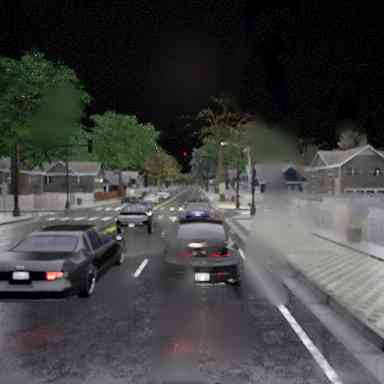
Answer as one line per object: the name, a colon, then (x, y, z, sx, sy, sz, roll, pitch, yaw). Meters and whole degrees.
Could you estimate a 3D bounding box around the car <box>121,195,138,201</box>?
car: (-9.309, 1.134, 49.709, 1.994, 1.385, 4.181, 0, 1, 1)

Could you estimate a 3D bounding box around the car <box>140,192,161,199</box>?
car: (-6.065, 1.100, 49.196, 1.812, 1.442, 4.674, 0, 1, 0)

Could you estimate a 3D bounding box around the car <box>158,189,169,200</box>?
car: (-5.804, 0.476, 66.954, 2.150, 2.045, 5.566, 0, 2, 1)

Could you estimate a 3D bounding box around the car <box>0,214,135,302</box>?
car: (-3.021, 1.522, 8.414, 2.033, 1.411, 5.357, 0, 0, 0)

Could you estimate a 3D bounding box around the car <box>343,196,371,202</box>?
car: (17.362, 1.154, 33.973, 4.674, 1.442, 1.812, -1, 1, -1)

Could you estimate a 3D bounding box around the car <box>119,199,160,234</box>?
car: (-2.926, 1.399, 18.707, 2.128, 1.511, 4.902, 0, 0, 1)

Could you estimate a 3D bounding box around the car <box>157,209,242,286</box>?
car: (0.236, 1.476, 9.289, 1.837, 1.490, 4.892, 0, 1, 1)

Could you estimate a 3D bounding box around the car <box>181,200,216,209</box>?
car: (0.408, 1.245, 20.312, 2.097, 1.767, 4.553, 0, 1, 3)
